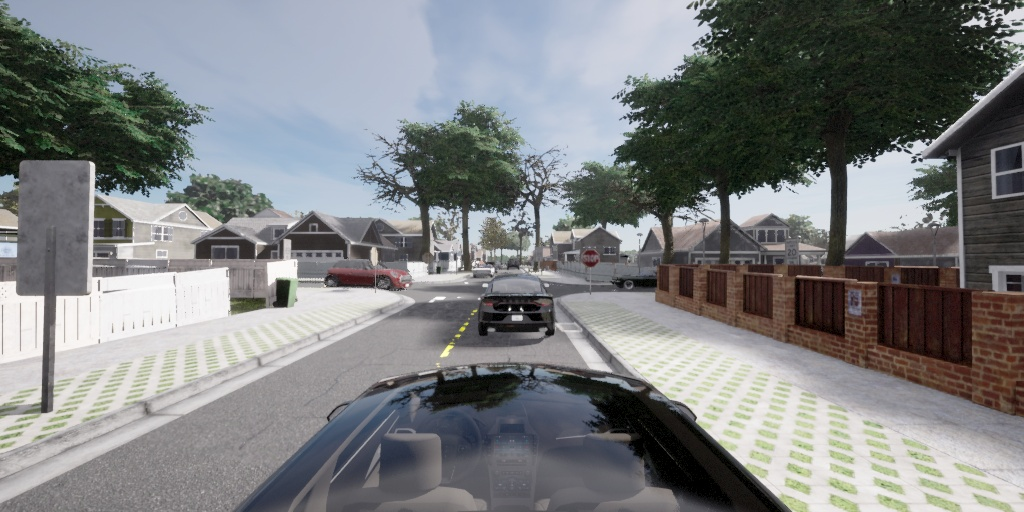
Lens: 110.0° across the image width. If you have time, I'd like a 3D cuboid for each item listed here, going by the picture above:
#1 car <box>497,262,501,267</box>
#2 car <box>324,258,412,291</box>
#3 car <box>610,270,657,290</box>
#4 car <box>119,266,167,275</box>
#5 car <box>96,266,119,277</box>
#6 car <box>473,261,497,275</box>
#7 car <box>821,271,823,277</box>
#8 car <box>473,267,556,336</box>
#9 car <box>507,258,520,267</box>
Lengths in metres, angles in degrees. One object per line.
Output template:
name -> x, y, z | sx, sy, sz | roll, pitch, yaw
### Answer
car -> -2.756, 1.461, 46.127 | 1.837, 1.490, 4.892 | 0, 0, 0
car -> -7.929, 0.993, 20.059 | 4.553, 1.767, 2.097 | 1, -1, 10
car -> 9.062, 1.596, 23.964 | 4.718, 1.301, 1.895 | 1, -1, -1
car -> -19.120, 0.999, 20.724 | 4.892, 1.490, 1.837 | 2, -1, 0
car -> -25.726, 0.965, 23.588 | 4.902, 1.511, 2.128 | 1, -1, 0
car -> -2.782, 1.472, 35.759 | 1.895, 1.301, 4.718 | 0, 0, 0
car -> 19.309, 1.675, 24.070 | 4.892, 1.490, 1.837 | 1, -1, 0
car -> 0.118, 1.239, 10.488 | 1.882, 1.535, 5.008 | 0, 0, 0
car -> 0.222, 1.397, 64.599 | 2.150, 2.045, 5.566 | 0, -1, 0
